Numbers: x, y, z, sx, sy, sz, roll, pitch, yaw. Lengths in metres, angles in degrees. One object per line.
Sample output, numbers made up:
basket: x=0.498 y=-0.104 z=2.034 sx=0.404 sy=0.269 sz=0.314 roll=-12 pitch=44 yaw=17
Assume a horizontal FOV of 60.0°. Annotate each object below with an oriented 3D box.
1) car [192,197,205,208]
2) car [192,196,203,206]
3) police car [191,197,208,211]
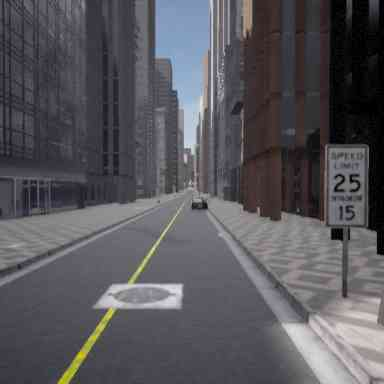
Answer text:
car: x=0.900 y=1.498 z=50.548 sx=1.882 sy=1.535 sz=5.008 roll=0 pitch=0 yaw=0
car: x=0.900 y=1.511 z=56.549 sx=1.882 sy=1.535 sz=5.008 roll=0 pitch=0 yaw=0
police car: x=0.900 y=1.434 z=40.657 sx=1.930 sy=1.638 sz=5.238 roll=0 pitch=0 yaw=0
